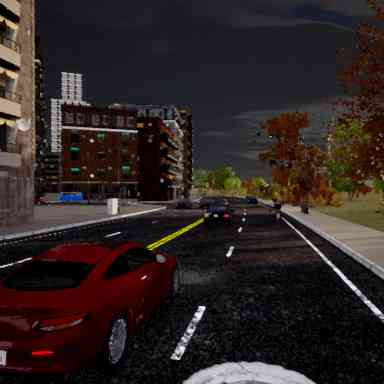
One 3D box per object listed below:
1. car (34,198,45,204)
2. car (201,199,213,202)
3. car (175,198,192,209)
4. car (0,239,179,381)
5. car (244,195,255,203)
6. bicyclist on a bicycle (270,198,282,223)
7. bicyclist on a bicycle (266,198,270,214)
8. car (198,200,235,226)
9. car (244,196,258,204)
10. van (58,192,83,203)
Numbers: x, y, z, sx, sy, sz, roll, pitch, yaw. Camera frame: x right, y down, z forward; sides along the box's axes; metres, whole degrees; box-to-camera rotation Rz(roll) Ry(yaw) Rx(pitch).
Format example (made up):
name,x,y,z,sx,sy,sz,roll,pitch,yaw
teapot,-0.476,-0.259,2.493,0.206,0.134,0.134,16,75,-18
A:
name,x,y,z,sx,sy,sz,roll,pitch,yaw
car,-23.132,1.150,47.112,4.206,1.307,1.802,1,-1,-21
car,2.009,1.560,43.621,2.033,1.411,5.357,0,0,9
car,-1.005,1.576,45.363,2.033,1.411,5.357,0,0,6
car,-1.552,1.529,5.676,1.812,1.442,4.674,0,0,12
car,12.413,1.521,72.384,2.128,1.511,4.902,0,0,6
bicyclist on a bicycle,6.204,1.376,24.088,0.659,1.776,1.843,0,0,10
bicyclist on a bicycle,7.951,1.441,33.874,0.866,1.612,1.509,0,0,9
car,1.983,1.556,23.463,2.033,1.411,5.357,0,0,10
car,11.308,1.563,62.537,1.994,1.385,4.181,0,0,8
van,-20.704,0.932,56.977,3.998,1.788,1.690,1,-1,-21
